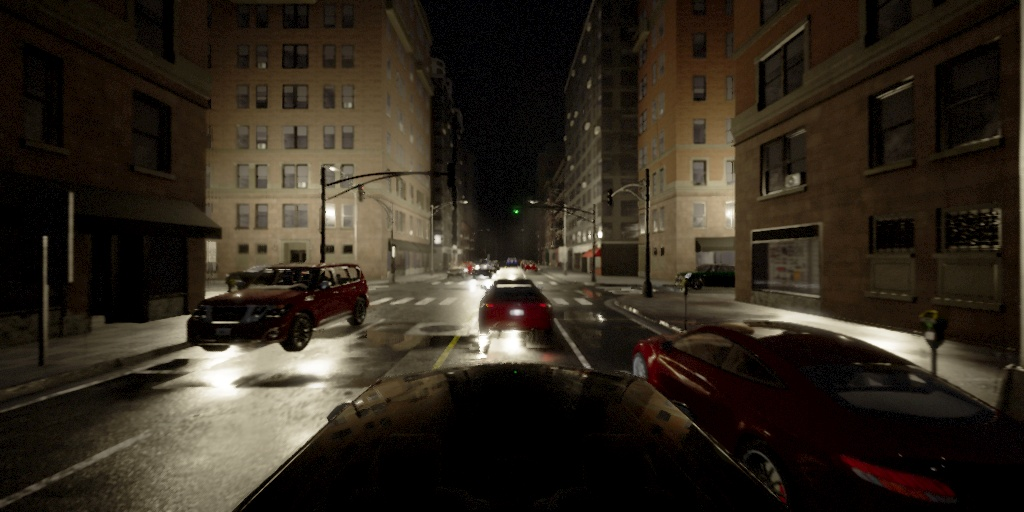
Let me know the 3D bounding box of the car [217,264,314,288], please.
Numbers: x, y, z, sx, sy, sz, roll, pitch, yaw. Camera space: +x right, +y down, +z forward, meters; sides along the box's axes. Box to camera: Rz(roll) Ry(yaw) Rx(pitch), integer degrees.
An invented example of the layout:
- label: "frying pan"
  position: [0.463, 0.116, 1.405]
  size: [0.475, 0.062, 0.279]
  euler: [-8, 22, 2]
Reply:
- label: "car"
  position: [-16.207, 1.289, 23.775]
  size: [4.902, 1.511, 2.128]
  euler: [0, 0, 0]

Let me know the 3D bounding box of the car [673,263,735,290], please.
- label: "car"
  position: [13.171, 1.278, 23.783]
  size: [4.553, 1.767, 2.097]
  euler: [0, 0, 0]

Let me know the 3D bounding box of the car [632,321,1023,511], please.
- label: "car"
  position: [2.638, 1.342, 3.771]
  size: [1.802, 1.307, 4.207]
  euler: [0, 0, 0]

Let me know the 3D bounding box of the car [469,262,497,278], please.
- label: "car"
  position: [-2.843, 1.520, 35.809]
  size: [1.895, 1.301, 4.718]
  euler: [0, 0, 0]

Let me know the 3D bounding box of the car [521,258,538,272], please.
- label: "car"
  position: [2.646, 1.436, 52.011]
  size: [1.967, 1.591, 4.097]
  euler: [0, 0, 0]

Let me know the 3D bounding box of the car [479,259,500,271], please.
- label: "car"
  position: [-2.832, 1.457, 45.379]
  size: [2.128, 1.511, 4.902]
  euler: [0, 0, 0]

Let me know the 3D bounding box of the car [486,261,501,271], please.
- label: "car"
  position: [-2.796, 1.504, 55.530]
  size: [2.128, 1.511, 4.902]
  euler: [0, 0, 0]

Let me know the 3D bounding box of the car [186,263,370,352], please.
- label: "car"
  position: [-5.386, 1.102, 9.194]
  size: [2.192, 1.841, 5.009]
  euler: [0, 0, 0]

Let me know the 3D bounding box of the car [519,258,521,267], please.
- label: "car"
  position: [2.648, 1.486, 62.920]
  size: [1.967, 1.591, 4.097]
  euler: [0, 0, 0]

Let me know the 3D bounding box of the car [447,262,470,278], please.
- label: "car"
  position: [-5.381, 1.469, 35.657]
  size: [2.007, 1.370, 4.403]
  euler: [0, 0, 0]

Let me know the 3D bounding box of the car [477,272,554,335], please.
- label: "car"
  position: [0.010, 1.359, 10.735]
  size: [1.994, 1.385, 4.181]
  euler: [0, 0, -3]
